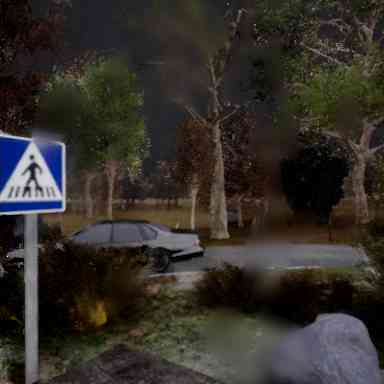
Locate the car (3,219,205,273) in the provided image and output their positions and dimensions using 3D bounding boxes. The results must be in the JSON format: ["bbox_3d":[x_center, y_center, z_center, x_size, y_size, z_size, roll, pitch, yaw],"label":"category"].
[{"bbox_3d":[-2.351,1.517,9.656,5.357,1.411,2.033,-2,0,-6],"label":"car"}]
